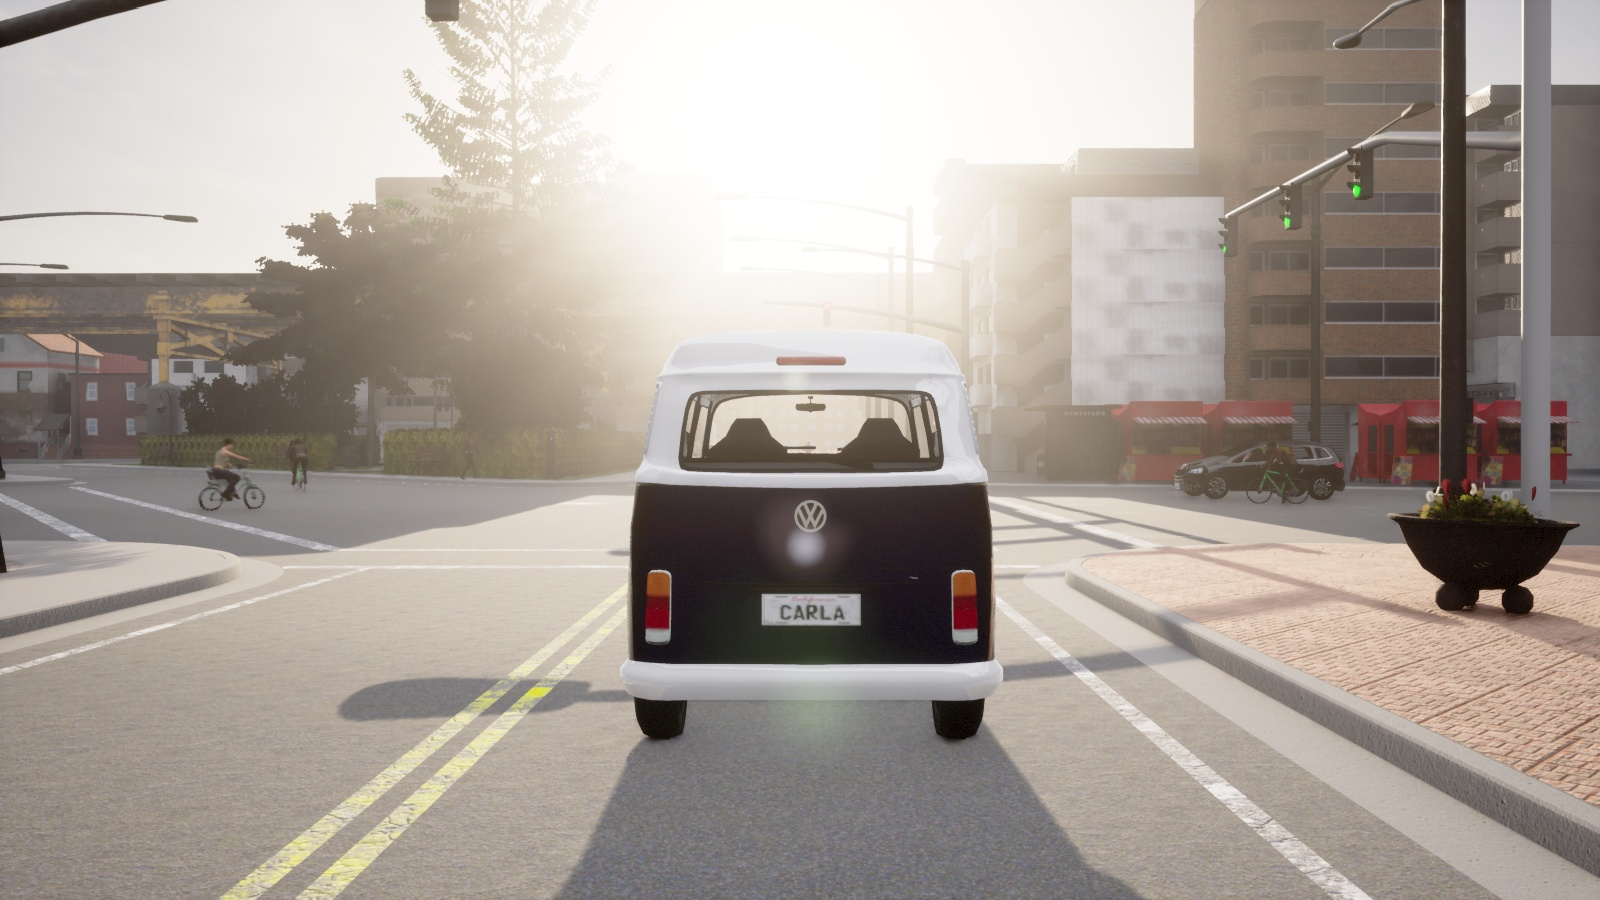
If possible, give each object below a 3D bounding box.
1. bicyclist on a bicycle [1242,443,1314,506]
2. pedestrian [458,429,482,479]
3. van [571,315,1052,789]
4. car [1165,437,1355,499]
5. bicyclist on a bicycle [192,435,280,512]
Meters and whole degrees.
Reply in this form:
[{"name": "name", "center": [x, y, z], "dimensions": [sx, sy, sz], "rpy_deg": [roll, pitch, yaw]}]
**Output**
[{"name": "bicyclist on a bicycle", "center": [12.392, 0.626, 32.583], "dimensions": [1.656, 1.620, 0.582], "rpy_deg": [0, 0, 0]}, {"name": "pedestrian", "center": [-11.960, 0.136, 45.520], "dimensions": [0.869, 1.805, 0.328], "rpy_deg": [0, 0, 29]}, {"name": "van", "center": [0.066, 0.427, 7.651], "dimensions": [2.069, 2.038, 4.480], "rpy_deg": [0, 0, 0]}, {"name": "car", "center": [13.121, 0.503, 36.080], "dimensions": [4.611, 1.667, 2.242], "rpy_deg": [1, 0, 0]}, {"name": "bicyclist on a bicycle", "center": [-12.413, 0.517, 27.646], "dimensions": [0.866, 1.612, 1.509], "rpy_deg": [-4, -2, 39]}]
